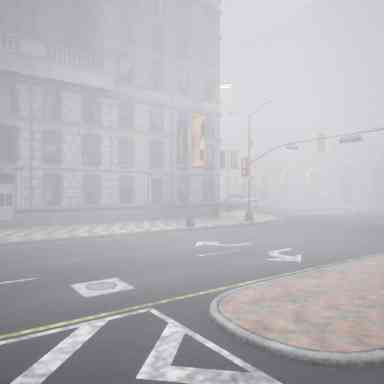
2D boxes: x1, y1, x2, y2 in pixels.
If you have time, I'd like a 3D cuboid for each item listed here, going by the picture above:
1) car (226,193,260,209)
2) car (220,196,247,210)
[{"bbox_3d":[6.866,1.221,46.370,2.150,2.045,5.566,0,0,-37],"label":"car"},{"bbox_3d":[4.695,1.564,43.405,1.994,1.385,4.181,0,0,-36],"label":"car"}]
